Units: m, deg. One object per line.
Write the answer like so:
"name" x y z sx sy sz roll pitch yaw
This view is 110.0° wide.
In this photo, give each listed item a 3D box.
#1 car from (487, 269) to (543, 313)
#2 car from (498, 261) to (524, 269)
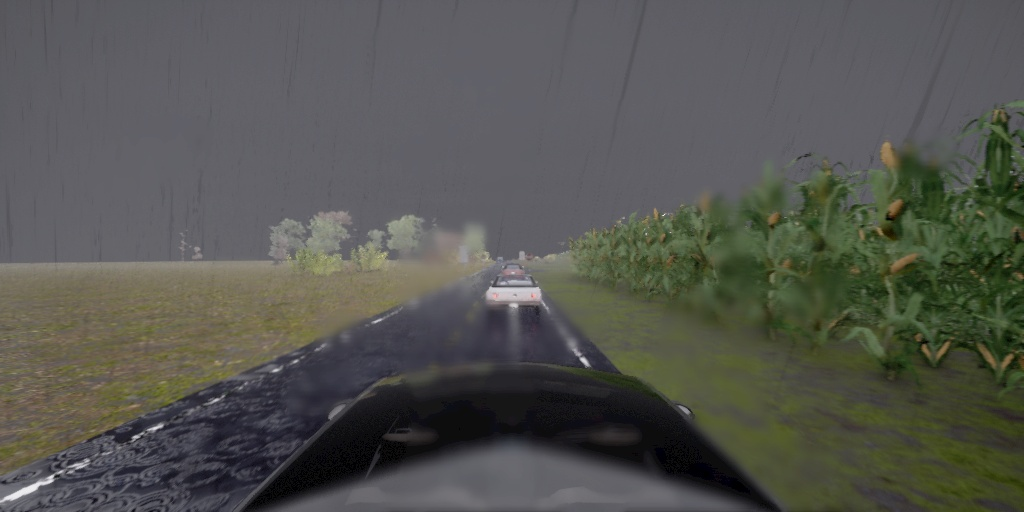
"car" 0.092 1.360 14.099 1.895 1.301 4.718 0 0 0
"car" 0.082 1.346 30.353 1.994 1.385 4.181 0 0 0
